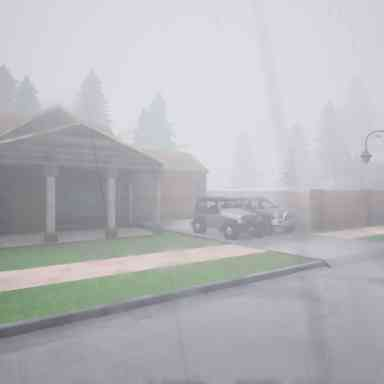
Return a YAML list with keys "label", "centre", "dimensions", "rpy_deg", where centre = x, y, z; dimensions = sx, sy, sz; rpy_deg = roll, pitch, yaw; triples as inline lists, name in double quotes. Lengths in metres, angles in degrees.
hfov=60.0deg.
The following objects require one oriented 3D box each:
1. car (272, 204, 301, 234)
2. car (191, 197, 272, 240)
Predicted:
- label: "car"
  centre: [3.415, 1.174, 17.749]
  dimensions: [1.932, 1.855, 4.605]
  rpy_deg: [0, 0, -36]
- label: "car"
  centre: [1.596, 1.176, 15.971]
  dimensions: [1.905, 1.878, 3.866]
  rpy_deg: [0, 0, -36]
